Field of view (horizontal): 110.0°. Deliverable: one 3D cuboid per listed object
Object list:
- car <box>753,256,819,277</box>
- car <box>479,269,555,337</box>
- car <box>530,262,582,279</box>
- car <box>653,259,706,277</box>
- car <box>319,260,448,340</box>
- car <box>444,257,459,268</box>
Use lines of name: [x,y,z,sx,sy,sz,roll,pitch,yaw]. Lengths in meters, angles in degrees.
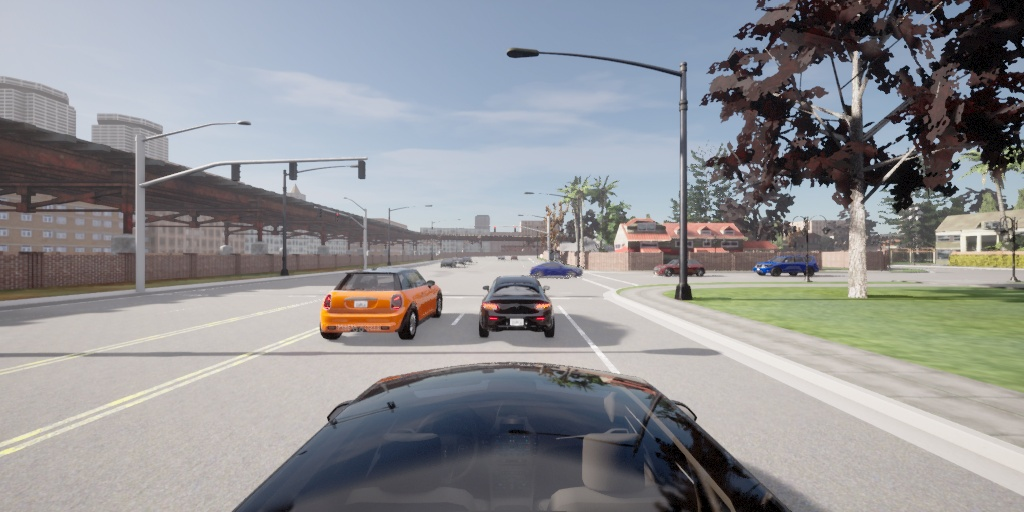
car: [26.954,0.971,35.285,5.566,2.045,2.150,0,0,-2]
car: [0.126,1.276,10.121,1.812,1.442,4.674,0,0,0]
car: [3.877,1.259,31.879,4.674,1.442,1.812,0,0,16]
car: [16.291,1.103,35.072,4.553,1.767,2.097,0,0,-1]
car: [-3.373,1.102,10.175,2.097,1.767,4.553,0,0,1]
car: [-10.239,1.093,57.822,1.882,1.535,5.008,0,1,1]
